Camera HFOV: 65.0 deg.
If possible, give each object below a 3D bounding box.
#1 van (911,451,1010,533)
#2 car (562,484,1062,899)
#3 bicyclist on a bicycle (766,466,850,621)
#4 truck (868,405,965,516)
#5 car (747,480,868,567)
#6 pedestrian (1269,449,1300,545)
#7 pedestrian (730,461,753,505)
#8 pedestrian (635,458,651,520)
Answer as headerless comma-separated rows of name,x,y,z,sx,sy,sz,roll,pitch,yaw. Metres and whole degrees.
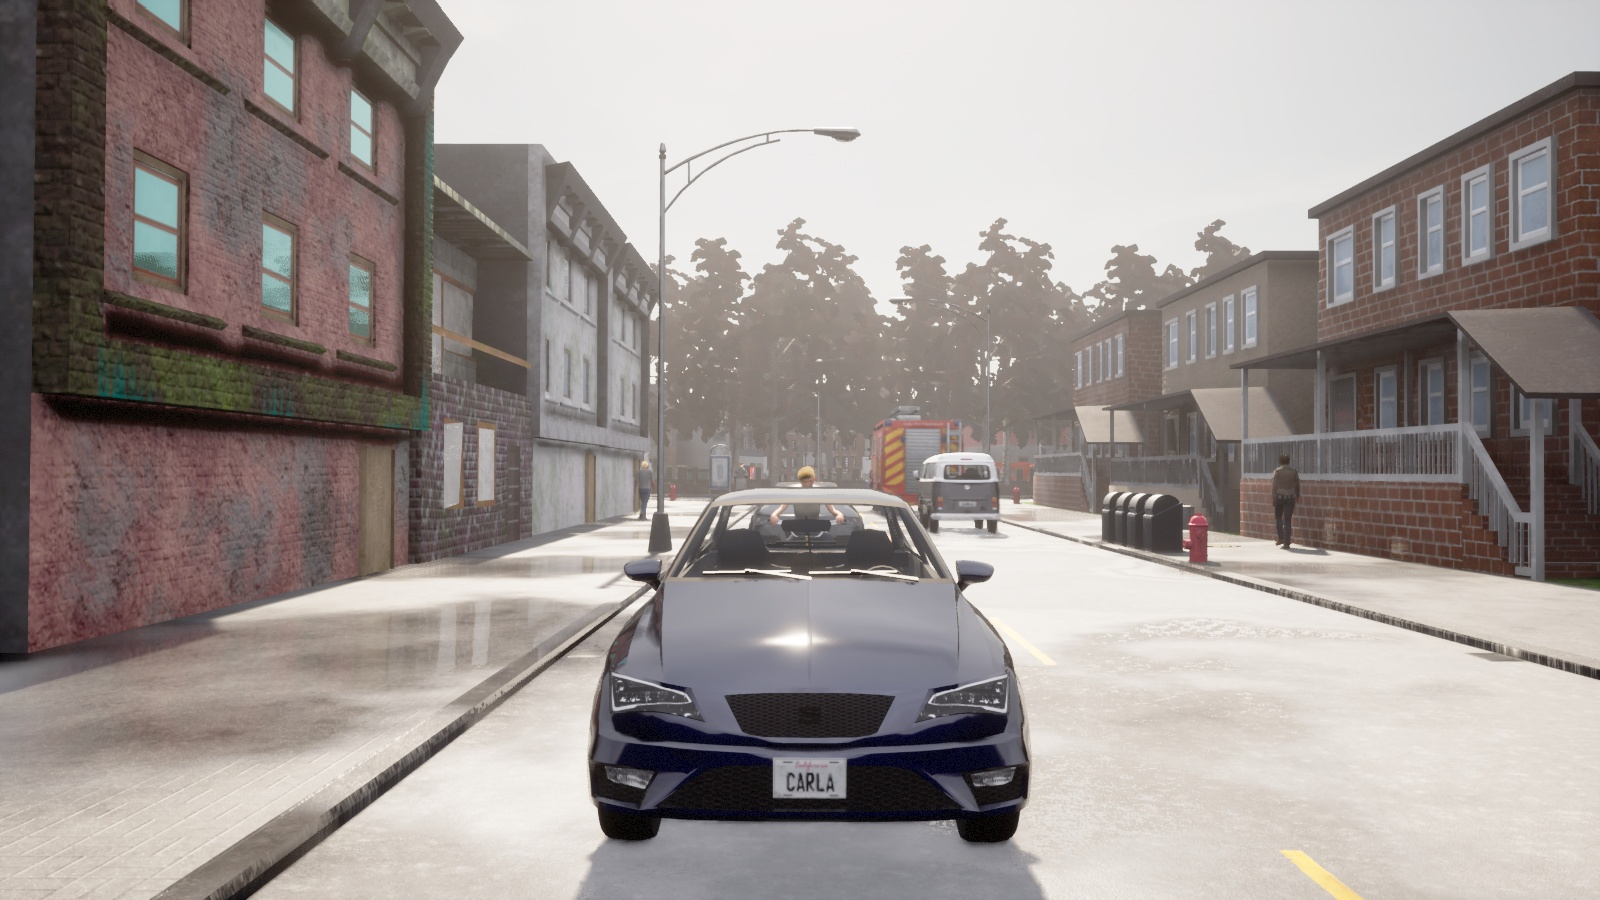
van,4.175,1.081,33.402,2.069,2.038,4.480,0,-1,0
car,0.049,0.940,6.673,1.816,1.474,4.193,0,-1,0
bicyclist on a bicycle,0.084,0.983,13.839,0.866,1.612,1.509,0,-1,0
truck,4.240,0.430,47.553,2.891,3.827,8.468,0,-1,0
car,0.126,1.260,22.824,1.994,1.385,4.181,0,-1,0
pedestrian,9.287,0.891,24.096,0.328,1.805,0.869,0,-1,7
pedestrian,-2.636,1.478,56.317,0.659,1.952,0.873,-1,-1,28
pedestrian,-4.703,1.174,37.649,0.354,1.836,0.706,0,-1,3
